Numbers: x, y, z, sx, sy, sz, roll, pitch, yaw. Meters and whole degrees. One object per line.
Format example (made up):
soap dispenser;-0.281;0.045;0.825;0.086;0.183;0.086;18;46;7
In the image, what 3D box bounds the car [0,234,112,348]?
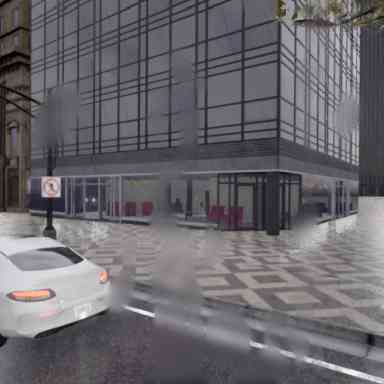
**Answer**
car;-3.453;1.523;6.143;4.674;1.442;1.812;0;0;35
